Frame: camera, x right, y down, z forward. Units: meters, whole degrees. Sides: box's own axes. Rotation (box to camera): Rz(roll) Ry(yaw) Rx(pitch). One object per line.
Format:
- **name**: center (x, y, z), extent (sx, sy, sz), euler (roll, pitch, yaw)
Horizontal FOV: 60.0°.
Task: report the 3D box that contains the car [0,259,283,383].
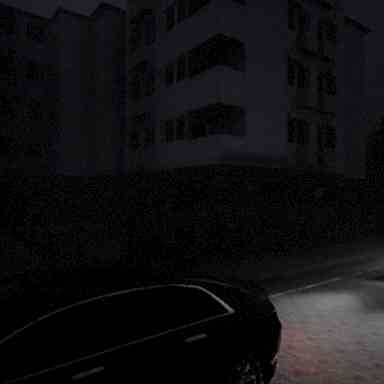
- **car**: center (-1.212, 1.515, 3.123), extent (4.892, 1.490, 1.837), euler (1, -1, -36)
